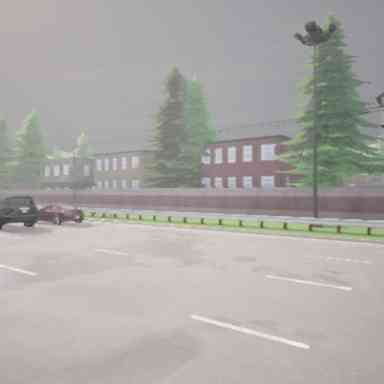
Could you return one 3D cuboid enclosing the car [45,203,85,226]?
[{"bbox_3d":[-9.587,1.537,23.729,4.674,1.442,1.812,0,0,36],"label":"car"}]

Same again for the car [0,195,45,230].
[{"bbox_3d":[-12.083,1.232,21.212,5.566,2.045,2.150,0,0,35],"label":"car"}]
